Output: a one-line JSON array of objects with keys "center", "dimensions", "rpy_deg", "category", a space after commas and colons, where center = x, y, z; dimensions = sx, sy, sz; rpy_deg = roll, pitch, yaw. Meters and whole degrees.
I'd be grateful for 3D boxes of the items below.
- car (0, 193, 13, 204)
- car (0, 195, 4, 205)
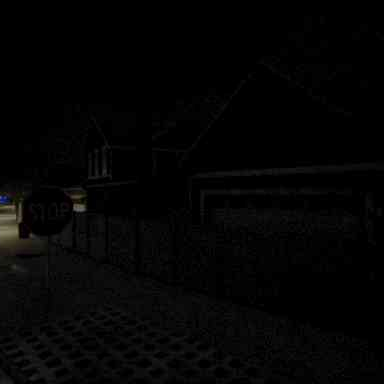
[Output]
[{"center": [-32.946, 1.110, 58.207], "dimensions": [2.150, 2.045, 5.566], "rpy_deg": [0, 0, -20], "category": "car"}, {"center": [-29.493, 1.525, 48.825], "dimensions": [1.895, 1.301, 4.718], "rpy_deg": [0, 0, -20], "category": "car"}]
